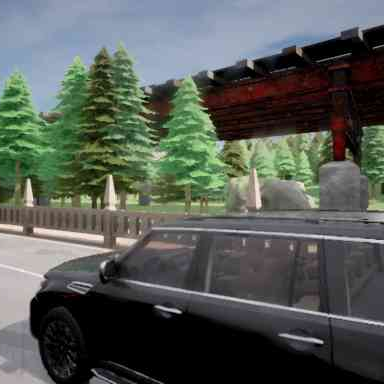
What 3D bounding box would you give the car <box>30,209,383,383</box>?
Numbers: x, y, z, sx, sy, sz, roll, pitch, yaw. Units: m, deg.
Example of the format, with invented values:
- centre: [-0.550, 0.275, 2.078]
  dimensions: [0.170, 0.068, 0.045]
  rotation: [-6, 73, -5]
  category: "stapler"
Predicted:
- centre: [0.502, 1.217, 3.632]
  dimensions: [5.566, 2.045, 2.150]
  rotation: [-1, 0, 37]
  category: "car"
